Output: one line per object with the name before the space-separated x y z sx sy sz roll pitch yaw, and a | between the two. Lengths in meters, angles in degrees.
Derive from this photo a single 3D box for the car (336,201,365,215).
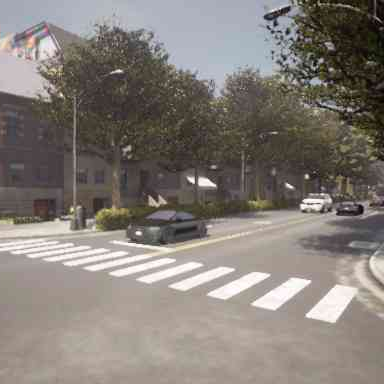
car | 15.709 1.544 32.901 1.994 1.385 4.181 0 0 36

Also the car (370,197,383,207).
car | 28.640 1.527 51.191 2.033 1.411 5.357 0 0 35

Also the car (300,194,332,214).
car | 13.555 1.189 36.040 2.150 2.045 5.566 0 0 35

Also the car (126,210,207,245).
car | -1.068 1.532 15.485 1.994 1.385 4.181 0 0 36
